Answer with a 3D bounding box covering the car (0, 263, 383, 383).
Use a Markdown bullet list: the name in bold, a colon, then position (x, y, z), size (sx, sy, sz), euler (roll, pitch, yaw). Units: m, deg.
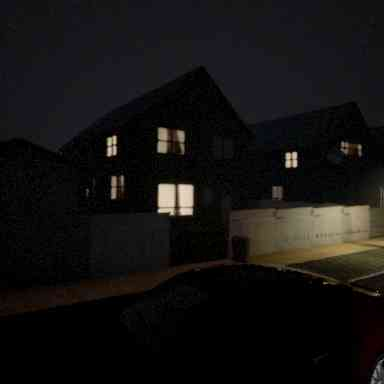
- **car**: position (0.339, 1.544, 3.310), size (4.674, 1.442, 1.812), euler (1, 0, -35)
